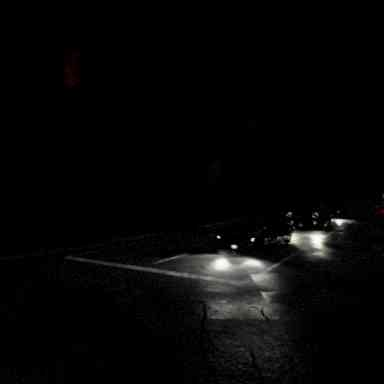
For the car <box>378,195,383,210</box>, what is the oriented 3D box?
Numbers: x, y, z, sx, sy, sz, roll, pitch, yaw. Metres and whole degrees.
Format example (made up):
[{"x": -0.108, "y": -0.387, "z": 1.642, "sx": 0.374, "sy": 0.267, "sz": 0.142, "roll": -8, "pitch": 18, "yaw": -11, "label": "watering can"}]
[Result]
[{"x": 24.798, "y": 1.534, "z": 42.174, "sx": 2.128, "sy": 1.511, "sz": 4.902, "roll": -1, "pitch": 0, "yaw": 32, "label": "car"}]

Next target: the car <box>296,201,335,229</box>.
[{"x": 7.774, "y": 1.419, "z": 22.086, "sx": 2.097, "sy": 1.767, "sz": 4.553, "roll": -1, "pitch": 0, "yaw": 32, "label": "car"}]

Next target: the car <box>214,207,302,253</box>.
[{"x": 2.936, "y": 1.609, "z": 14.403, "sx": 2.033, "sy": 1.411, "sz": 5.357, "roll": -1, "pitch": 0, "yaw": 32, "label": "car"}]

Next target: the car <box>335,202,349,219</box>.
[{"x": 13.295, "y": 1.620, "z": 30.830, "sx": 2.033, "sy": 1.411, "sz": 5.357, "roll": -1, "pitch": 0, "yaw": 33, "label": "car"}]
